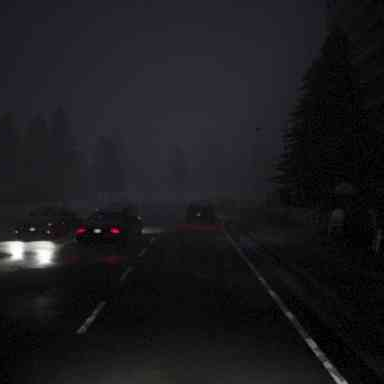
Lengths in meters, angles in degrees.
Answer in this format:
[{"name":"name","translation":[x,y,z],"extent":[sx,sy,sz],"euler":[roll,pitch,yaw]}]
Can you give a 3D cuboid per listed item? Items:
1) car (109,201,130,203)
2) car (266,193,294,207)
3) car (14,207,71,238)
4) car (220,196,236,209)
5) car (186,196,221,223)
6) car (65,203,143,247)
[{"name":"car","translation":[-6.037,1.410,26.902],"extent":[1.895,1.301,4.718],"euler":[0,0,12]},{"name":"car","translation":[12.089,0.907,44.219],"extent":[5.566,2.045,2.150],"euler":[0,0,-42]},{"name":"car","translation":[-7.016,1.446,16.658],"extent":[1.994,1.385,4.181],"euler":[0,0,1]},{"name":"car","translation":[3.481,1.196,39.634],"extent":[1.882,1.535,5.008],"euler":[0,1,35]},{"name":"car","translation":[0.823,1.307,24.084],"extent":[1.882,1.535,5.008],"euler":[0,0,9]},{"name":"car","translation":[-3.408,1.444,14.521],"extent":[2.033,1.411,5.357],"euler":[0,0,0]}]
